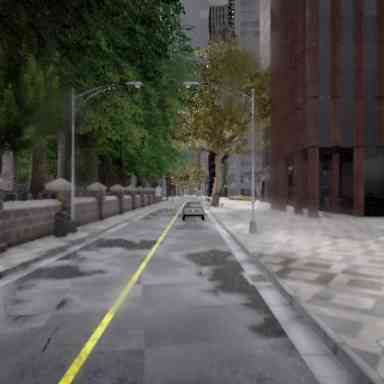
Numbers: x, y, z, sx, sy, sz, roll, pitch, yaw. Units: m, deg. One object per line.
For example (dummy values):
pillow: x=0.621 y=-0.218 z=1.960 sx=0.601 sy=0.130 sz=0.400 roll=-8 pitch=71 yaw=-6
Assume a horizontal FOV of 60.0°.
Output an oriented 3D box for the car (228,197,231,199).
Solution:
car: x=12.082 y=1.432 z=88.256 sx=4.829 sy=1.417 sz=1.752 roll=-1 pitch=1 yaw=0

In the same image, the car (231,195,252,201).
car: x=12.395 y=1.427 z=79.730 sx=4.829 sy=1.417 sz=1.752 roll=-1 pitch=1 yaw=0

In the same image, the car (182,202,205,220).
car: x=0.114 y=1.550 z=28.431 sx=2.033 sy=1.411 sz=5.357 roll=0 pitch=0 yaw=0
